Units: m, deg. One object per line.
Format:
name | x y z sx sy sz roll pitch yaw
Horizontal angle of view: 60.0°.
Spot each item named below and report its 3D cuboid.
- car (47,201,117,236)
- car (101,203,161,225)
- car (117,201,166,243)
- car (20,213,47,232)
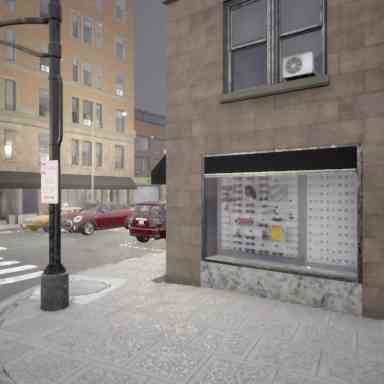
car | -5.317 1.344 18.744 2.097 1.767 4.553 0 0 35
car | -4.425 1.548 24.850 1.947 1.339 4.313 0 0 35
car | -0.676 1.305 15.314 2.192 1.841 5.009 0 0 35
car | -7.754 1.519 20.070 1.752 1.417 4.829 0 0 35
